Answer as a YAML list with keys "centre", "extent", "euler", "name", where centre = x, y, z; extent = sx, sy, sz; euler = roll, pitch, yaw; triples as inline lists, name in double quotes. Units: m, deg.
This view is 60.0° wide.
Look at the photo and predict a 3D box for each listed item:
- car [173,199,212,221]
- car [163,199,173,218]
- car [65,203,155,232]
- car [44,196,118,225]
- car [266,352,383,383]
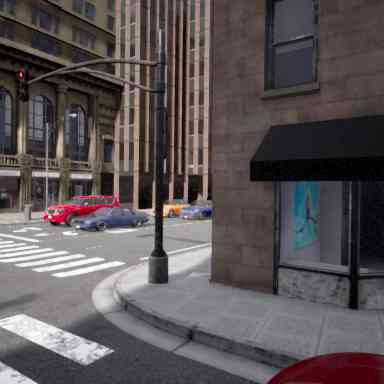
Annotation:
- centre: [0.772, 1.552, 30.056]
  extent: [2.097, 1.767, 4.553]
  euler: [1, 0, 35]
  name: "car"
- centre: [-1.897, 1.505, 31.910]
  extent: [2.097, 1.767, 4.553]
  euler: [1, 0, 35]
  name: "car"
- centre: [-5.136, 1.659, 21.632]
  extent: [2.033, 1.411, 5.357]
  euler: [1, 0, 35]
  name: "car"
- centre: [-7.600, 1.290, 23.772]
  extent: [2.150, 2.045, 5.566]
  euler: [1, 0, 35]
  name: "car"
- centre: [2.359, 1.545, 1.291]
  extent: [4.507, 1.381, 1.887]
  euler: [0, 1, 35]
  name: "car"
